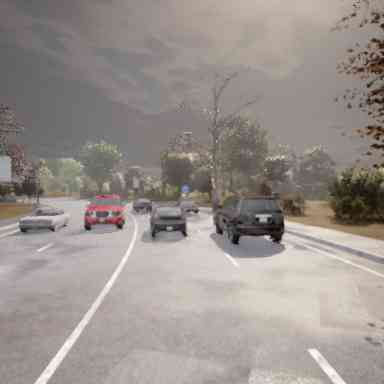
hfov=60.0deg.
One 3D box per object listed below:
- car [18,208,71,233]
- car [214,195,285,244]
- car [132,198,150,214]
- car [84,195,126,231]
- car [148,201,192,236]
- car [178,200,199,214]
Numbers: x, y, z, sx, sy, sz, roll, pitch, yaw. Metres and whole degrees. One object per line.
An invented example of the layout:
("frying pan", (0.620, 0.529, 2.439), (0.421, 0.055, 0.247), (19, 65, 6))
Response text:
("car", (-8.813, 1.648, 20.194), (1.895, 1.301, 4.718), (-1, 0, -9))
("car", (2.511, 1.161, 15.766), (2.150, 2.045, 5.566), (-1, 0, -7))
("car", (-5.643, 1.473, 37.783), (1.837, 1.490, 4.892), (-1, 0, -16))
("car", (-5.434, 1.231, 21.285), (2.150, 2.045, 5.566), (-1, 0, -9))
("car", (-1.365, 1.476, 18.272), (1.837, 1.490, 4.892), (-1, 0, -7))
("car", (-0.744, 1.467, 33.256), (2.033, 1.411, 5.357), (-1, 0, -14))
